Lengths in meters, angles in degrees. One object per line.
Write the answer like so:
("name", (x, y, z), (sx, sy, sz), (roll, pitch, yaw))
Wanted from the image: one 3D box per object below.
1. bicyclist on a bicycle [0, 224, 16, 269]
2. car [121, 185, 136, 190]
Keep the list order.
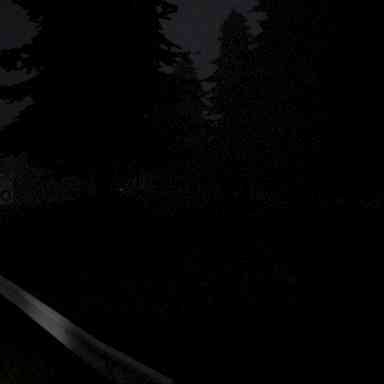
("bicyclist on a bicycle", (-4.508, 1.268, 7.404), (0.582, 1.620, 1.656), (-2, -4, 38))
("car", (-12.188, -0.534, 64.448), (2.097, 1.767, 4.553), (-4, 2, 12))
